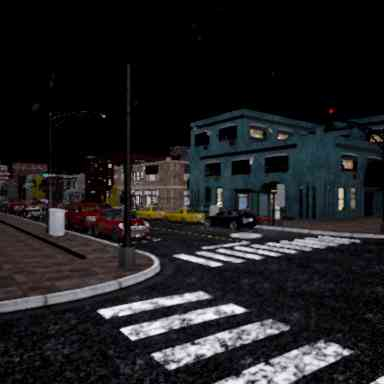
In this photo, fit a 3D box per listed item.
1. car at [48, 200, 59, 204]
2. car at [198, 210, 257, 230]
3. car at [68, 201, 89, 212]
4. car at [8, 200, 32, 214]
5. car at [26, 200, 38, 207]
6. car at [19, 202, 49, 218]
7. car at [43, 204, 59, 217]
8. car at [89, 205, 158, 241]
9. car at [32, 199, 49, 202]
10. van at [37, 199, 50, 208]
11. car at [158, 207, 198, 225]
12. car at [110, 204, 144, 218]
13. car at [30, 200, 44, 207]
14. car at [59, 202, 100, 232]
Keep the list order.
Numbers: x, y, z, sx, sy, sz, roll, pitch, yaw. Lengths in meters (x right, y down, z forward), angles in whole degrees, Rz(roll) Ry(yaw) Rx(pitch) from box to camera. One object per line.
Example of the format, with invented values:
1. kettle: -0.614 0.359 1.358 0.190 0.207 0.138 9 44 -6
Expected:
1. car: -24.243 2.450 60.199 1.802 1.307 4.206 -1 0 -37
2. car: 2.719 1.926 23.884 1.947 1.339 4.313 -1 0 -37
3. car: -17.505 2.181 51.121 1.967 1.590 4.097 -1 0 -37
4. car: -24.227 2.022 46.170 2.192 1.841 5.009 -1 0 -37
5. car: -37.825 2.650 78.494 1.752 1.417 4.829 -1 0 -37
6. car: -17.484 2.130 37.090 2.008 1.369 4.403 -1 0 -37
7. car: -10.743 2.003 28.012 2.008 1.369 4.403 -1 0 -37
8. car: -4.003 1.766 18.934 1.967 1.590 4.097 -1 0 -37
9. car: -27.286 2.401 59.955 1.812 1.442 4.674 0 -1 -35
10. van: -30.987 2.337 69.279 1.690 1.788 3.998 -1 0 -37
11. car: -0.753 1.951 28.560 1.752 1.417 4.829 -1 0 -37
12. car: -7.393 2.101 37.502 2.008 1.369 4.403 -1 0 -37
13. car: -34.354 2.604 73.818 1.887 1.381 4.507 -1 0 -37
14. car: -7.375 1.704 23.473 2.192 1.841 5.009 -1 0 -37
